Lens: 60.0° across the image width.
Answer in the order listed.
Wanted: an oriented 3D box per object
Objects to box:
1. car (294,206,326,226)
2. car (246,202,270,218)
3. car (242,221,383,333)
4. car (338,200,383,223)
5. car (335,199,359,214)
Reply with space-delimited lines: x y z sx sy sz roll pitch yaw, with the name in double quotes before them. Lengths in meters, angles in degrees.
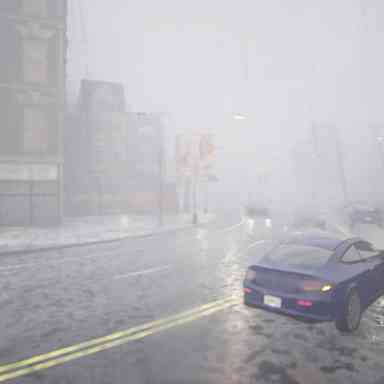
"car" 7.855 1.679 22.231 1.812 1.442 4.674 0 0 18
"car" 6.631 1.743 33.937 1.882 1.535 5.008 0 0 3
"car" 2.883 1.574 6.937 1.812 1.442 4.674 -1 -1 44
"car" 12.254 1.622 24.207 1.882 1.535 5.008 0 0 16
"car" 17.284 1.571 36.044 2.097 1.767 4.553 0 -1 2
